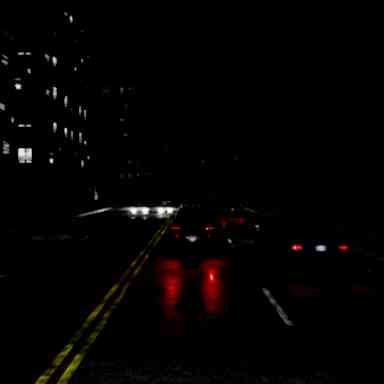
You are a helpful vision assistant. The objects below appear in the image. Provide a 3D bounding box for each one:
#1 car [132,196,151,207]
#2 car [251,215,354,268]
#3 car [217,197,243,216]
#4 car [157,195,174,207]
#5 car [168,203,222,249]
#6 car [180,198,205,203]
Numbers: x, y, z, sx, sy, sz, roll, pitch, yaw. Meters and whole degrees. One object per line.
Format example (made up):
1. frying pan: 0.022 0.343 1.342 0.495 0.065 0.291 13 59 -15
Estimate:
1. car: -6.552 1.222 43.492 1.895 1.301 4.718 0 0 1
2. car: 3.267 1.449 10.912 2.033 1.411 5.357 0 1 0
3. car: 3.295 1.218 29.271 1.882 1.535 5.008 0 1 0
4. car: -3.309 1.118 42.887 2.128 1.511 4.902 0 0 1
5. car: 0.045 1.401 13.741 1.812 1.442 4.674 0 1 1
6. car: 0.035 1.243 28.071 2.128 1.511 4.902 0 1 1
